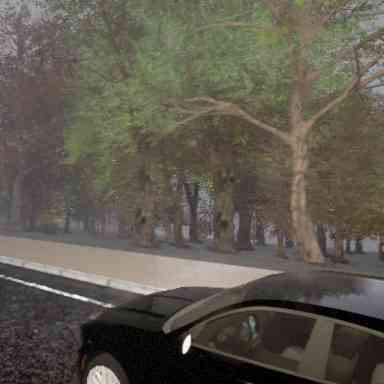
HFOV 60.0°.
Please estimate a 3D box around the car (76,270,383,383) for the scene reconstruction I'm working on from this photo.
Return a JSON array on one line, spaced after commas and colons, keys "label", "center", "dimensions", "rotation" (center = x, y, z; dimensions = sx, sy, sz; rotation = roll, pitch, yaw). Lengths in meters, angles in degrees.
[{"label": "car", "center": [1.026, 1.488, 2.952], "dimensions": [5.008, 1.535, 1.882], "rotation": [-1, 0, 35]}]
